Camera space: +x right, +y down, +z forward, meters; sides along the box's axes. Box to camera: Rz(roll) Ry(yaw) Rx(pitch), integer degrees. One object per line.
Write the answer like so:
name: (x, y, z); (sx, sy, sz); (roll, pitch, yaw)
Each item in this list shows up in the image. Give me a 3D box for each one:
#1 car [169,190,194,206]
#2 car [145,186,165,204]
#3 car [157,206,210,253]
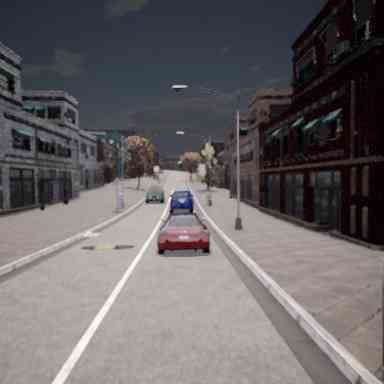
car: (-0.970, 0.836, 32.015); (2.150, 2.045, 5.566); (0, 3, -2)
car: (-4.485, 0.342, 41.304); (2.150, 2.045, 5.566); (0, 4, -2)
car: (-0.351, 1.525, 13.696); (1.994, 1.385, 4.181); (-1, 1, -2)
